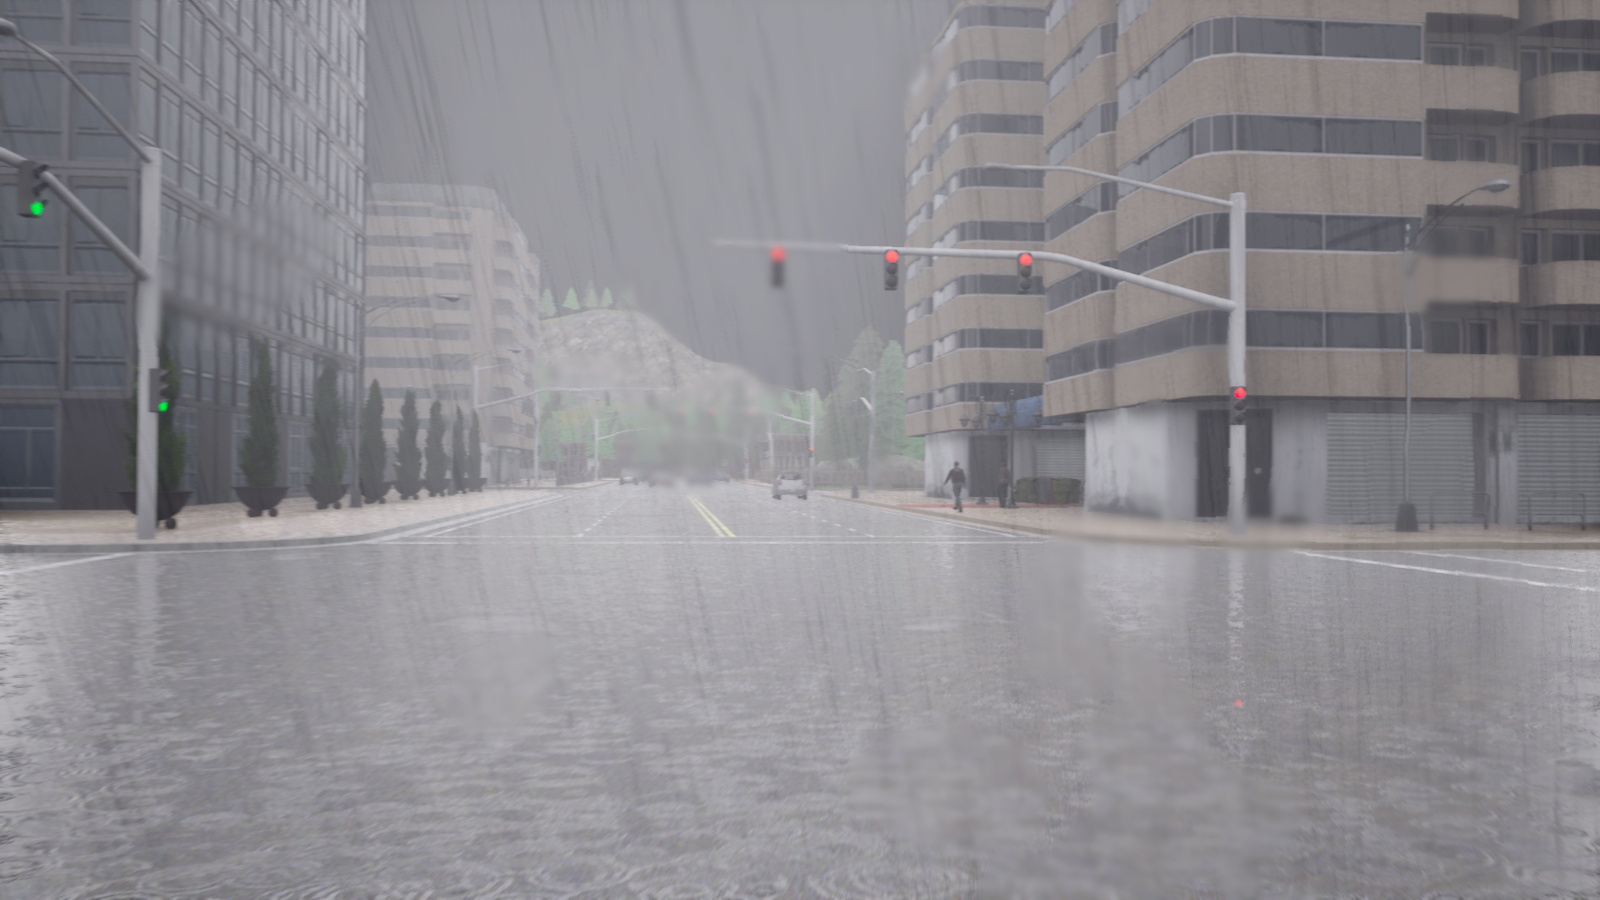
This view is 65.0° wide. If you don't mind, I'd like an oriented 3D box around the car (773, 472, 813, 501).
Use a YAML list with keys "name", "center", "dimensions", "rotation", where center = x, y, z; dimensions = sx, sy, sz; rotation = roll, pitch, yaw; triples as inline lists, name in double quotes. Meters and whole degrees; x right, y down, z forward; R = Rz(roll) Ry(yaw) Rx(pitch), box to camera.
- name: "car"
  center: [-0.411, 1.986, 68.987]
  dimensions: [1.845, 1.501, 3.633]
  rotation: [0, -1, -6]

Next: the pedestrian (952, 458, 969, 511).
- name: "pedestrian"
  center: [5.596, 1.193, 43.820]
  dimensions: [0.376, 1.854, 0.720]
  rotation: [0, -1, -11]

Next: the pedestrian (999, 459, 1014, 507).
- name: "pedestrian"
  center: [7.949, 1.264, 48.428]
  dimensions: [0.331, 1.846, 0.634]
  rotation: [0, -1, -14]
